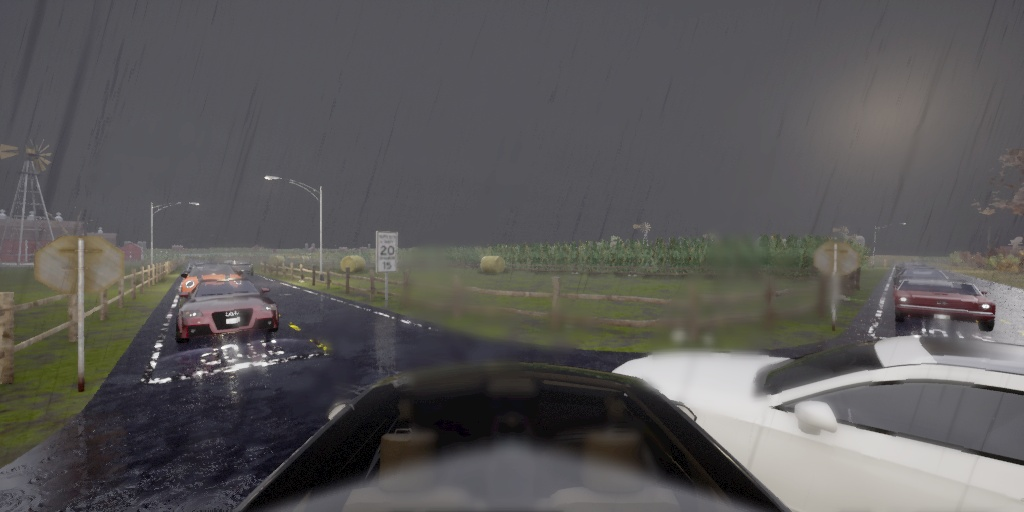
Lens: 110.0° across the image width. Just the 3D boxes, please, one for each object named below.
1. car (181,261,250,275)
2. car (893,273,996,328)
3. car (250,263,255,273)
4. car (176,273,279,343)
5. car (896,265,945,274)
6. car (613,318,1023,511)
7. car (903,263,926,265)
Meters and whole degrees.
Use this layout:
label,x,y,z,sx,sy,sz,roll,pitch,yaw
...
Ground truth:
label,x,y,z,sx,sy,sz,roll,pitch,yaw
car,-13.702,1.137,16.446,2.097,1.767,4.553,0,0,-42
car,13.528,1.395,11.413,4.718,1.301,1.895,0,1,-43
car,-26.950,1.276,35.687,2.128,1.511,4.902,0,0,-41
car,-7.932,1.353,9.957,1.994,1.385,4.181,0,0,-42
car,20.611,1.358,17.970,5.357,1.411,2.033,0,1,-43
car,2.840,1.294,2.360,1.812,1.442,4.674,0,1,-44
car,27.371,1.394,24.218,4.181,1.385,1.994,0,1,-43
